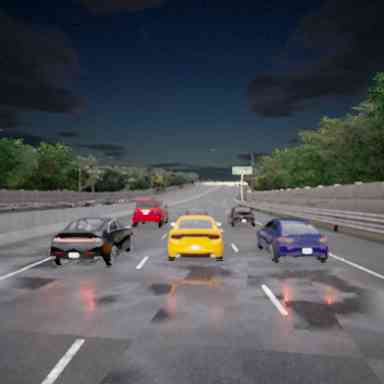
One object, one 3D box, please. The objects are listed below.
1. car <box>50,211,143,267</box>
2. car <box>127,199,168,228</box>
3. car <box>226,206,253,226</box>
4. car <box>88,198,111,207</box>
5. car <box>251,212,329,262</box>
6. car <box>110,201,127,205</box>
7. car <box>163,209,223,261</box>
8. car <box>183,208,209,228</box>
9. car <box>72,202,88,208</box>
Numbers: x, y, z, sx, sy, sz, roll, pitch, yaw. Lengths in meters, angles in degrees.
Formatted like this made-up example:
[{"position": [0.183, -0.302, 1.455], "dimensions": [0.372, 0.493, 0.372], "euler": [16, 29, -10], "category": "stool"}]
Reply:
[{"position": [-3.366, 1.650, 12.044], "dimensions": [2.128, 1.511, 4.902], "euler": [0, -1, 1], "category": "car"}, {"position": [-3.131, 1.590, 25.820], "dimensions": [2.150, 2.045, 5.566], "euler": [0, -1, 2], "category": "car"}, {"position": [3.907, 1.894, 26.850], "dimensions": [1.837, 1.490, 4.892], "euler": [0, 0, 2], "category": "car"}, {"position": [-15.949, 2.090, 59.293], "dimensions": [2.150, 2.045, 5.566], "euler": [0, -1, 4], "category": "car"}, {"position": [3.650, 1.695, 12.683], "dimensions": [1.812, 1.442, 4.674], "euler": [0, -1, 1], "category": "car"}, {"position": [-12.453, 2.377, 59.272], "dimensions": [1.837, 1.490, 4.892], "euler": [0, -1, 4], "category": "car"}, {"position": [0.157, 1.652, 13.118], "dimensions": [1.882, 1.535, 5.008], "euler": [0, -1, 1], "category": "car"}, {"position": [0.387, 1.978, 26.308], "dimensions": [1.895, 1.301, 4.718], "euler": [0, -1, 2], "category": "car"}, {"position": [-19.437, 2.415, 59.458], "dimensions": [2.033, 1.411, 5.357], "euler": [0, -1, 4], "category": "car"}]
